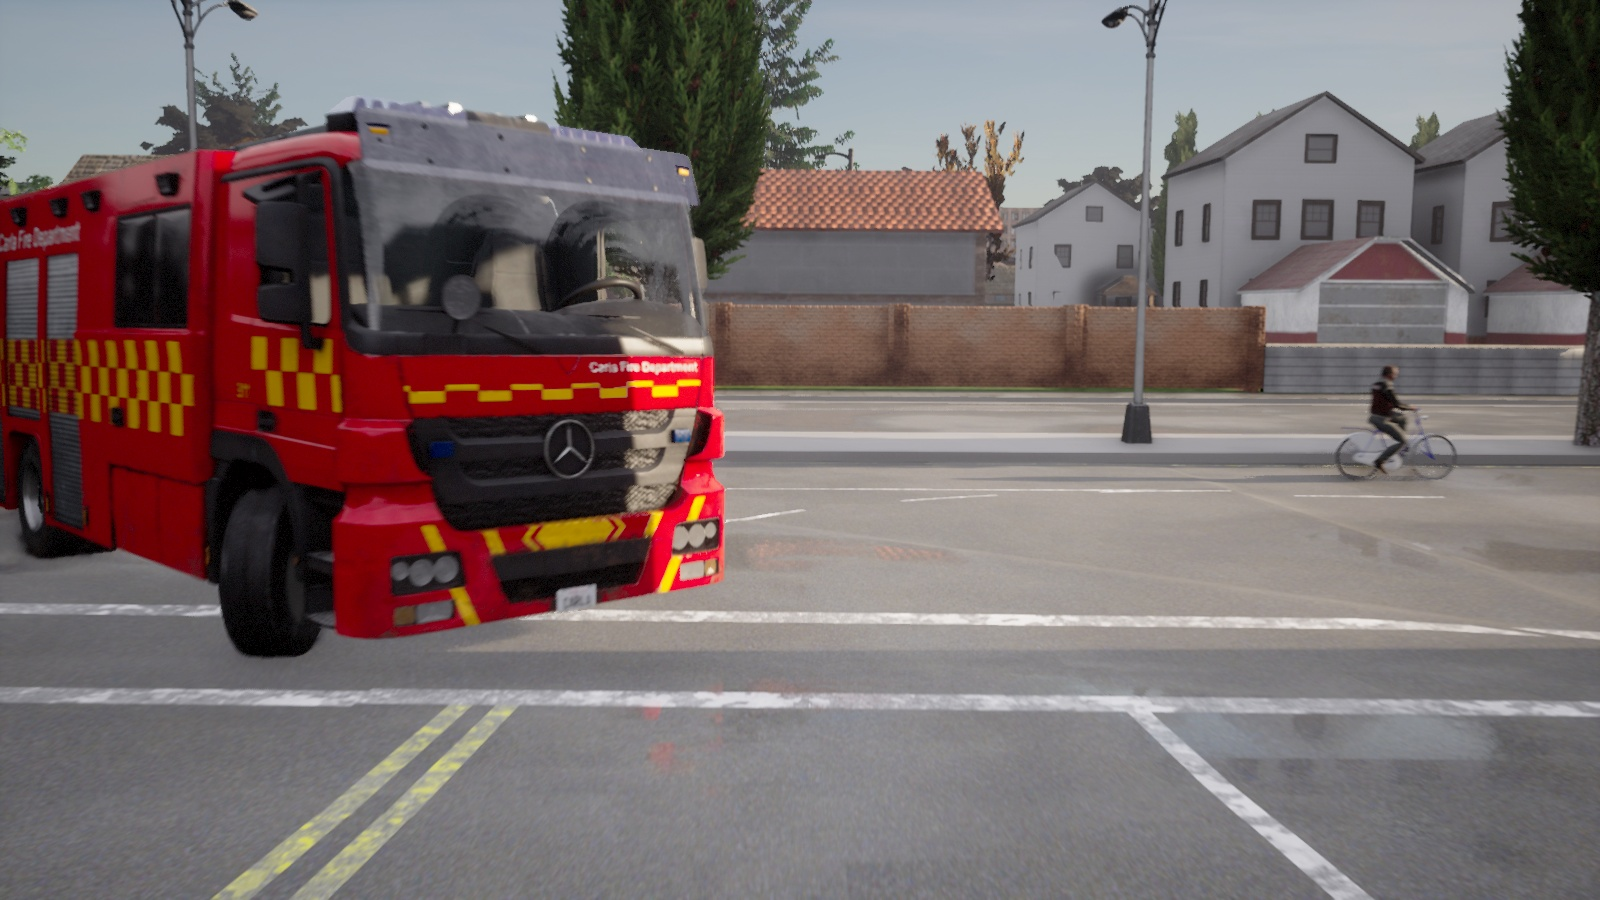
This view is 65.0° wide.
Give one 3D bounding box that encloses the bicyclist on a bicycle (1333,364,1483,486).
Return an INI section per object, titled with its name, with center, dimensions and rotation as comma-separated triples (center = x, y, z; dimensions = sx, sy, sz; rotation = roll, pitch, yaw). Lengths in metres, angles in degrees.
[bicyclist on a bicycle]
center = 9.130, -0.389, 18.904
dimensions = 1.843, 1.776, 0.659
rotation = 0, 6, -1

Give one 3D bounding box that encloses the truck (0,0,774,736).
[truck]
center = -4.212, -0.778, 10.445
dimensions = 2.891, 3.827, 8.468
rotation = -4, 7, -45

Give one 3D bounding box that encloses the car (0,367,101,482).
[car]
center = -13.405, -0.430, 18.569
dimensions = 5.008, 1.535, 1.882
rotation = 0, 6, -1
